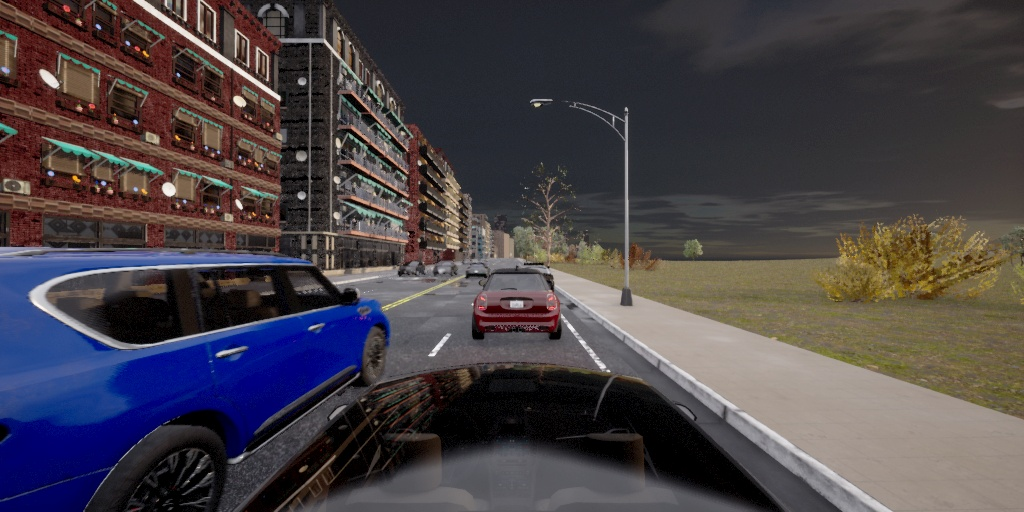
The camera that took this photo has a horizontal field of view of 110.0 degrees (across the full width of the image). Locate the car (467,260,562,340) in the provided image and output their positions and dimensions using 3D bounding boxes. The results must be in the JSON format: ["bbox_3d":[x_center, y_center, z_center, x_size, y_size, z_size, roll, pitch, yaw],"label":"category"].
[{"bbox_3d":[0.114,1.103,10.170,2.097,1.767,4.553,0,0,0],"label":"car"}]

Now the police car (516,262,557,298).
[{"bbox_3d":[1.177,1.177,19.666,1.930,1.638,5.238,0,0,0],"label":"police car"}]

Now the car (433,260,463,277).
[{"bbox_3d":[-6.524,1.243,35.525,2.128,1.511,4.902,0,0,0],"label":"car"}]

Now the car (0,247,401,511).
[{"bbox_3d":[-3.148,0.970,3.754,2.150,2.045,5.566,0,0,0],"label":"car"}]

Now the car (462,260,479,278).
[{"bbox_3d":[-3.078,1.314,33.083,1.994,1.385,4.181,0,0,0],"label":"car"}]

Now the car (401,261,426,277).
[{"bbox_3d":[-9.773,1.257,35.279,1.837,1.490,4.892,0,0,0],"label":"car"}]
